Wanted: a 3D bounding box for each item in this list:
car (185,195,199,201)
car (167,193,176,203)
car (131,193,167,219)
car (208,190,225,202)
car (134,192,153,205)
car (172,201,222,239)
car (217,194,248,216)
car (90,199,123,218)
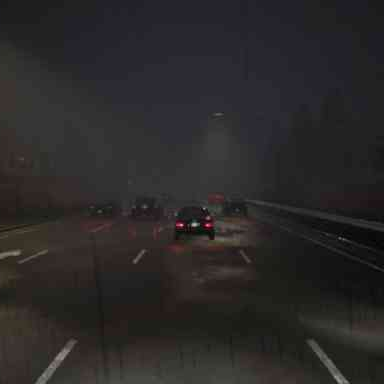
[{"bbox_3d":[0.007,1.143,46.942,1.895,1.301,4.718,0,1,0],"label":"car"},{"bbox_3d":[-3.482,0.885,47.839,2.097,1.767,4.553,0,0,0],"label":"car"},{"bbox_3d":[-3.396,1.098,26.049,2.097,1.767,4.553,0,1,0],"label":"car"},{"bbox_3d":[3.516,0.760,47.553,2.150,2.045,5.566,0,1,0],"label":"car"},{"bbox_3d":[-6.978,0.881,48.280,2.097,1.767,4.553,0,0,0],"label":"car"},{"bbox_3d":[0.102,1.386,16.377,2.033,1.411,5.357,0,1,0],"label":"car"},{"bbox_3d":[3.604,1.210,28.730,2.128,1.511,4.902,0,1,0],"label":"car"},{"bbox_3d":[-6.897,1.261,27.138,1.812,1.442,4.674,0,0,0],"label":"car"}]
